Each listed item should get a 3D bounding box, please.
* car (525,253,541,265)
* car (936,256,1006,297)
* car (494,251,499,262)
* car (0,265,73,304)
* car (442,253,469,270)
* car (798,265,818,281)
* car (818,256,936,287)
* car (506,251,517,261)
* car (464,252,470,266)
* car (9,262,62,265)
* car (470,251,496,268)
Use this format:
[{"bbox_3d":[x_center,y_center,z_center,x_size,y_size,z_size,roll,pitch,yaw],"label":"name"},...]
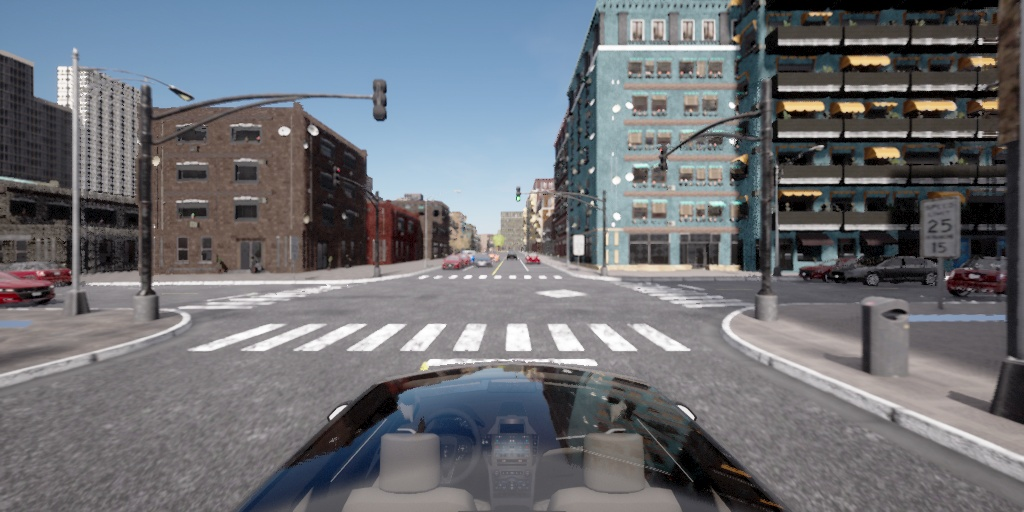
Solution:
[{"bbox_3d":[2.687,0.264,47.028,1.967,1.591,4.097,0,0,0],"label":"car"},{"bbox_3d":[18.172,0.727,12.563,4.097,1.591,1.967,0,0,1],"label":"car"},{"bbox_3d":[-3.058,0.003,55.480,2.097,1.767,4.553,0,1,0],"label":"car"},{"bbox_3d":[-19.296,1.135,12.895,4.507,1.381,1.888,0,0,1],"label":"car"},{"bbox_3d":[-5.770,0.603,35.599,1.888,1.381,4.507,0,0,0],"label":"car"},{"bbox_3d":[19.474,0.808,21.134,4.507,1.381,1.888,0,0,1],"label":"car"},{"bbox_3d":[19.162,0.774,18.456,4.892,1.490,1.837,-1,0,1],"label":"car"},{"bbox_3d":[-0.006,-0.021,62.832,1.882,1.535,5.008,0,1,0],"label":"car"},{"bbox_3d":[-5.694,0.487,41.280,1.888,1.381,4.507,0,0,0],"label":"car"},{"bbox_3d":[-29.316,1.099,21.629,4.097,1.591,1.967,0,0,1],"label":"car"},{"bbox_3d":[-3.088,0.513,39.055,1.812,1.442,4.674,0,1,0],"label":"car"}]
